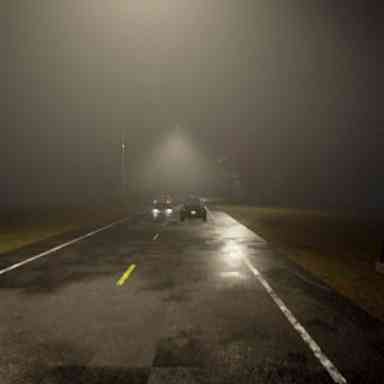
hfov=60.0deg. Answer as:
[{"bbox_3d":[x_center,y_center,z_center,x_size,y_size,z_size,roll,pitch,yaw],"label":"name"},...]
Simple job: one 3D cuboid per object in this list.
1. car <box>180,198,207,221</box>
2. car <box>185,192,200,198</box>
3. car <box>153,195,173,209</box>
[{"bbox_3d":[0.101,1.444,26.024,1.994,1.385,4.181,0,0,0],"label":"car"},{"bbox_3d":[0.104,0.966,55.101,2.150,2.045,5.566,0,0,0],"label":"car"},{"bbox_3d":[-3.573,1.161,41.357,2.097,1.767,4.553,0,0,0],"label":"car"}]
